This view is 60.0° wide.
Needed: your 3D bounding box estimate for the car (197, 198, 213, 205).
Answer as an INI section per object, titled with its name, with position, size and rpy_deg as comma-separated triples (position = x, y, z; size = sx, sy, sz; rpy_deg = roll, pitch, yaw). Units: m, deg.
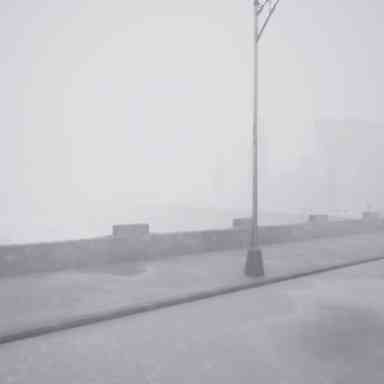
[car]
position = 2.213, 1.944, 66.516
size = 1.812, 1.442, 4.674
rpy_deg = 1, 0, -35
